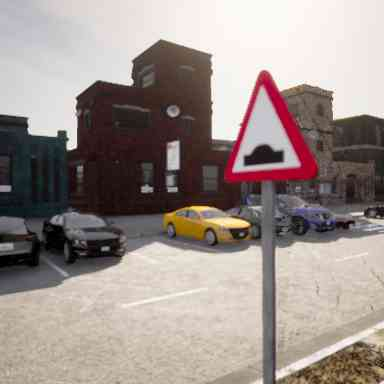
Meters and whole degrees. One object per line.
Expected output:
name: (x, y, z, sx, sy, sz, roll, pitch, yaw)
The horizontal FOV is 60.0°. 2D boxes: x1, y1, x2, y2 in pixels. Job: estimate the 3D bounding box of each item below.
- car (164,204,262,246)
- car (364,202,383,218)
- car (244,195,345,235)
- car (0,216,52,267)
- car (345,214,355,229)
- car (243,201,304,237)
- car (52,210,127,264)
car: (0.561, 1.441, 15.447, 2.097, 1.535, 5.008, 0, 0, -35)
car: (16.430, 1.381, 26.704, 2.231, 1.521, 4.892, 0, 0, -35)
car: (5.112, 1.174, 18.638, 2.435, 2.045, 5.566, 0, 0, -35)
car: (-6.253, 1.493, 10.654, 2.163, 1.488, 4.792, 0, 0, -35)
car: (7.380, 1.447, 20.247, 2.163, 1.488, 4.792, 0, 0, -35)
car: (2.834, 1.435, 17.047, 2.231, 1.521, 4.892, 0, 0, -35)
car: (-4.070, 1.457, 12.166, 2.097, 1.535, 5.008, 0, 0, -35)
